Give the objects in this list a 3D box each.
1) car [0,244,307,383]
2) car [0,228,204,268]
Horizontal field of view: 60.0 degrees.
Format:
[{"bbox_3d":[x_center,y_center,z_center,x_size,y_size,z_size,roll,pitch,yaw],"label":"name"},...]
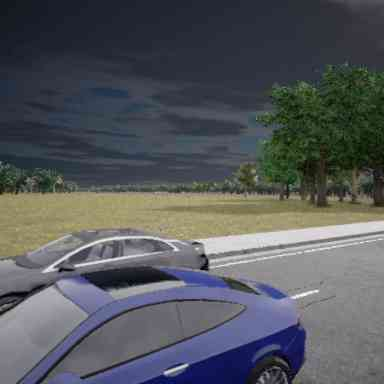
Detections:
[{"bbox_3d":[-0.843,1.525,3.082,4.674,1.442,1.812,0,0,-35],"label":"car"},{"bbox_3d":[-1.885,1.492,6.329,4.902,1.511,2.128,0,0,-35],"label":"car"}]
